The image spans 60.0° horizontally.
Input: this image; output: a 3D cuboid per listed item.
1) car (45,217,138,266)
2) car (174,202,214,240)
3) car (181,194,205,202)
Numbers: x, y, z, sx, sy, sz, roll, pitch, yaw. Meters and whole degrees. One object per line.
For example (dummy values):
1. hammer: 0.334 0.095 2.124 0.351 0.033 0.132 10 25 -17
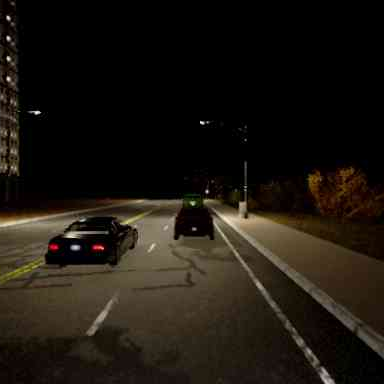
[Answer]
1. car: -3.151 1.558 11.495 2.033 1.411 5.357 0 0 0
2. car: 0.097 1.494 17.271 1.882 1.535 5.008 0 0 0
3. car: 0.095 1.252 34.090 2.150 2.045 5.566 0 0 0
